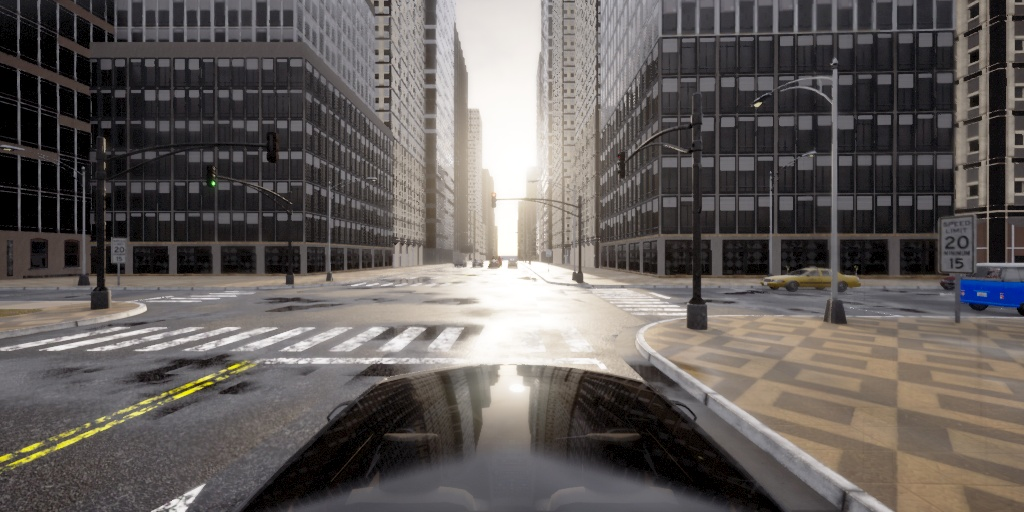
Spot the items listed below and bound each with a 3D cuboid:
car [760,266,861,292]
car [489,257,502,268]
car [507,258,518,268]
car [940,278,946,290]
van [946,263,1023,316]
[{"bbox_3d":[17.124,1.293,20.719,4.829,1.417,1.751,0,0,2],"label":"car"},{"bbox_3d":[-3.126,1.386,63.344,1.812,1.442,4.674,0,0,0],"label":"car"},{"bbox_3d":[0.124,1.408,63.338,2.033,1.411,5.357,0,0,0],"label":"car"},{"bbox_3d":[26.958,1.356,20.214,4.207,1.307,1.802,0,0,2],"label":"car"},{"bbox_3d":[18.378,1.119,12.544,3.998,1.789,1.690,0,0,2],"label":"van"}]
